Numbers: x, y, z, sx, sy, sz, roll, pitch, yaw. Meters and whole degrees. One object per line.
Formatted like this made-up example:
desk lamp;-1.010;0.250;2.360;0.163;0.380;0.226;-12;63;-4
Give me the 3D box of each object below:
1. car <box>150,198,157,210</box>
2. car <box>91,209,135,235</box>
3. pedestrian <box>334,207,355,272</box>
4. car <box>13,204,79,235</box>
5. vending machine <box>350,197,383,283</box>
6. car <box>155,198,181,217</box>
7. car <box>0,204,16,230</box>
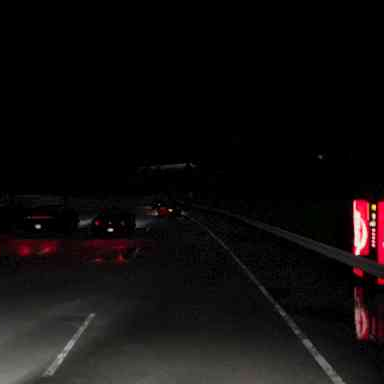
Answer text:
car;-4.306;1.505;43.272;1.812;1.442;4.674;0;0;-10
car;-4.277;1.592;18.819;1.895;1.301;4.718;0;0;-5
pedestrian;4.289;1.289;9.363;0.375;1.860;0.375;0;0;-2
car;-7.818;1.482;18.871;2.128;1.511;4.902;0;0;-5
vending machine;4.854;1.191;8.631;1.100;2.100;0.880;0;0;-2
car;-2.161;1.548;30.875;1.994;1.385;4.181;0;0;-8
car;-11.512;1.495;20.872;1.837;1.490;4.892;0;0;-6
